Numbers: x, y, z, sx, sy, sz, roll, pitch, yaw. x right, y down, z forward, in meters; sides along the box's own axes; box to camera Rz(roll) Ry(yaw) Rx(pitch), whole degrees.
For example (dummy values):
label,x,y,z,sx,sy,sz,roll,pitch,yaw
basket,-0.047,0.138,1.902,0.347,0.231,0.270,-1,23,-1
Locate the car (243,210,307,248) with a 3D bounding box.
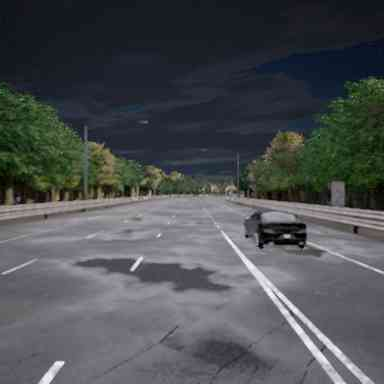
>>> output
label,x,y,z,sx,sy,sz,roll,pitch,yaw
car,3.566,1.527,15.035,1.882,1.535,5.008,0,0,-1
